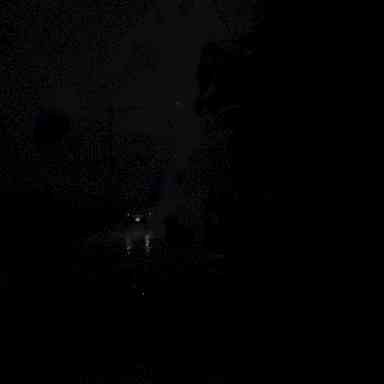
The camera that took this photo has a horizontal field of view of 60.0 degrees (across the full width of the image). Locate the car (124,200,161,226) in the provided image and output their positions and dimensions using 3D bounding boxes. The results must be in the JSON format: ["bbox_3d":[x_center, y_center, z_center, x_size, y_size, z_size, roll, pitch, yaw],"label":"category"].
[{"bbox_3d":[-3.097,1.286,21.421,2.128,1.511,4.902,0,1,0],"label":"car"}]

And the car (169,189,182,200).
[{"bbox_3d":[-3.029,0.470,61.962,2.150,2.045,5.566,0,1,1],"label":"car"}]

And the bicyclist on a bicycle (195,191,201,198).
[{"bbox_3d":[1.031,0.564,72.828,0.582,1.620,1.656,-6,0,3],"label":"bicyclist on a bicycle"}]

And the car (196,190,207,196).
[{"bbox_3d":[2.307,0.285,95.494,1.837,1.490,4.892,1,0,9],"label":"car"}]

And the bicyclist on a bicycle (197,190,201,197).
[{"bbox_3d":[1.818,0.432,83.191,0.866,1.612,1.509,1,1,5],"label":"bicyclist on a bicycle"}]
